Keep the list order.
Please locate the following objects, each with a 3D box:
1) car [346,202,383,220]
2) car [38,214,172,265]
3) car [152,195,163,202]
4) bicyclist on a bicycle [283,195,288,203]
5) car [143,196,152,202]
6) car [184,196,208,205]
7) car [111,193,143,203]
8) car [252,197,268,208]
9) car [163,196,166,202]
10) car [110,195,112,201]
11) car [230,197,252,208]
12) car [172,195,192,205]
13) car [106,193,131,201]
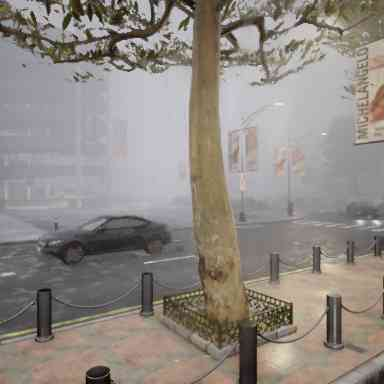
[{"bbox_3d":[14.633,1.547,28.722,2.033,1.411,5.357,0,0,15],"label":"car"},{"bbox_3d":[-2.901,1.526,11.794,4.674,1.442,1.812,0,0,-36],"label":"car"},{"bbox_3d":[-9.545,1.524,74.225,4.674,1.442,1.812,0,0,26],"label":"car"},{"bbox_3d":[17.569,1.300,62.357,1.656,1.620,0.582,0,0,-36],"label":"bicyclist on a bicycle"},{"bbox_3d":[-11.649,1.523,71.373,4.902,1.511,2.128,0,0,29],"label":"car"},{"bbox_3d":[0.700,1.526,60.618,1.812,1.442,4.674,0,0,-39],"label":"car"},{"bbox_3d":[-13.377,1.532,68.320,5.357,1.411,2.033,0,0,29],"label":"car"},{"bbox_3d":[8.972,1.478,49.531,1.882,1.535,5.008,0,0,-37],"label":"car"},{"bbox_3d":[-8.332,1.525,77.525,4.902,1.511,2.128,0,0,26],"label":"car"},{"bbox_3d":[-18.822,1.545,77.848,4.718,1.301,1.895,0,0,11],"label":"car"},{"bbox_3d":[5.665,1.547,48.140,2.033,1.411,5.357,0,0,-36],"label":"car"},{"bbox_3d":[-1.540,1.355,57.799,2.097,1.767,4.553,0,0,-39],"label":"car"},{"bbox_3d":[-17.889,1.165,81.222,5.566,2.045,2.150,0,0,11],"label":"car"}]
